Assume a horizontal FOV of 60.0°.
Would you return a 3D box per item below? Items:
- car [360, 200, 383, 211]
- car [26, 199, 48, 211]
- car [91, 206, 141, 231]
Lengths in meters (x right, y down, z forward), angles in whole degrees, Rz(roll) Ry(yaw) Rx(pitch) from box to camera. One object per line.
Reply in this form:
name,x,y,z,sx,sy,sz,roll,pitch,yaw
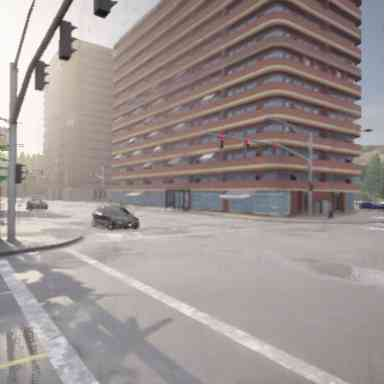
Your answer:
car,27.837,2.076,51.233,1.882,1.535,5.008,1,-1,-2
car,-19.595,1.613,42.060,1.994,1.385,4.181,1,0,-35
car,-5.031,1.673,21.549,1.837,1.490,4.892,1,0,-35
